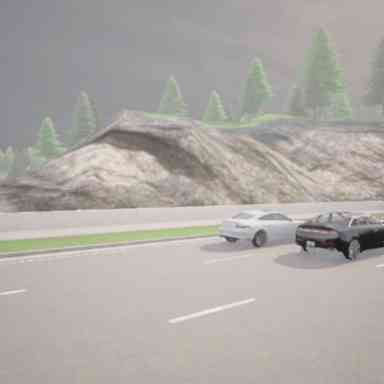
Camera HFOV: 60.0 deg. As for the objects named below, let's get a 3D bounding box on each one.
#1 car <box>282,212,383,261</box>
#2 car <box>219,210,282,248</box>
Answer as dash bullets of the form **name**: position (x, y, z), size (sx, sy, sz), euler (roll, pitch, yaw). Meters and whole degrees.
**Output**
- **car**: position (5.867, 1.478, 12.270), size (4.902, 1.511, 2.128), euler (0, 0, -35)
- **car**: position (3.311, 1.514, 14.752), size (4.674, 1.442, 1.812), euler (1, 0, -35)
